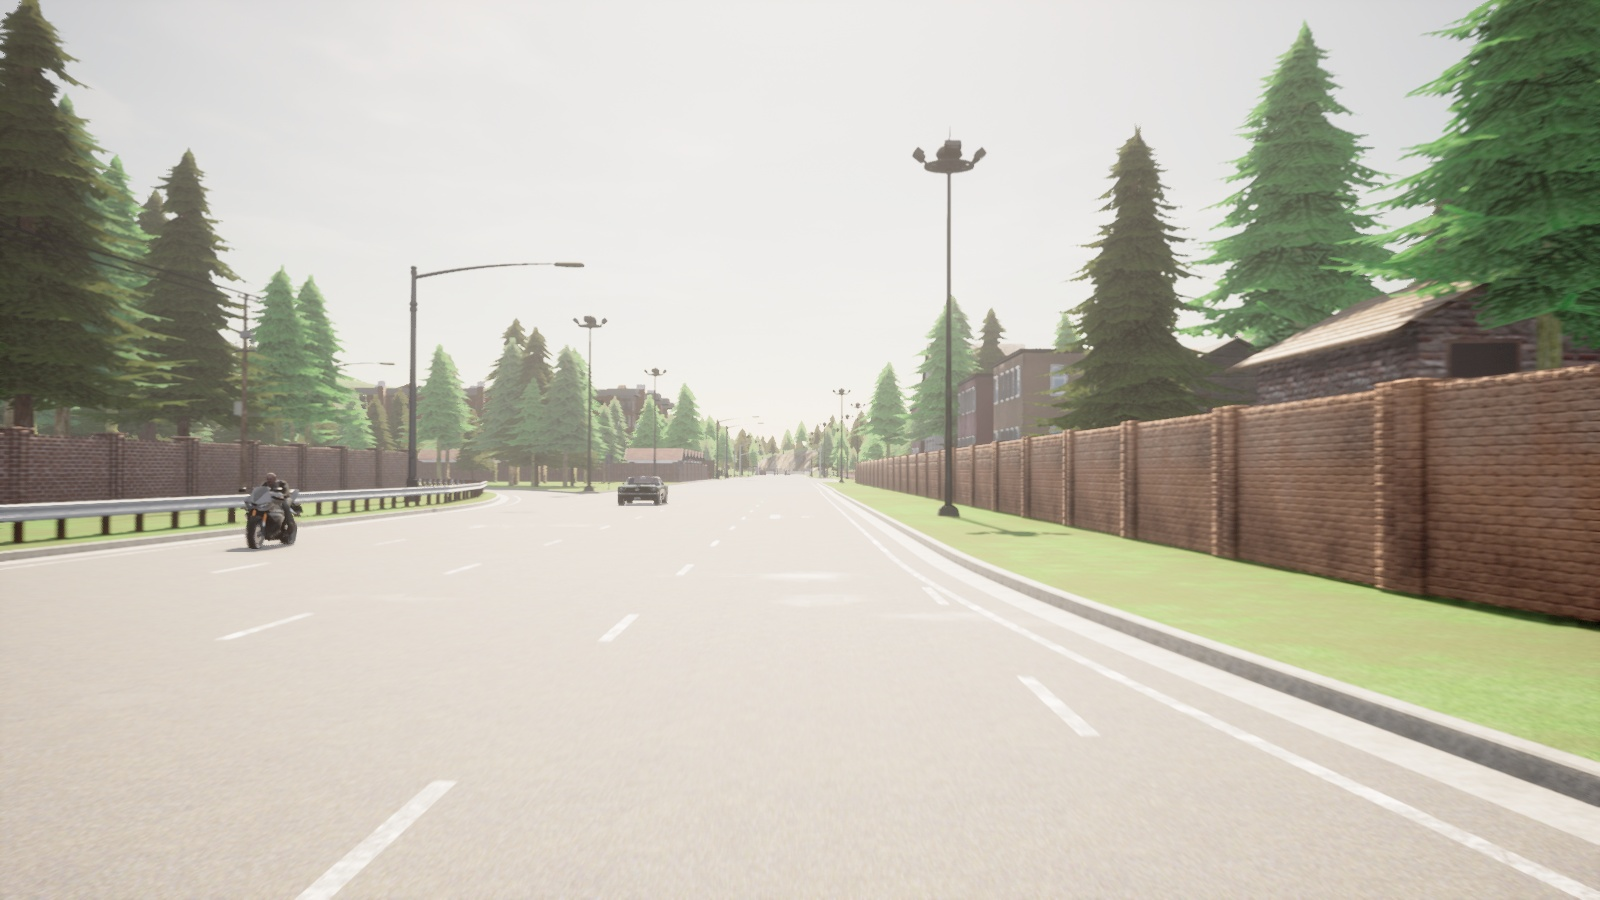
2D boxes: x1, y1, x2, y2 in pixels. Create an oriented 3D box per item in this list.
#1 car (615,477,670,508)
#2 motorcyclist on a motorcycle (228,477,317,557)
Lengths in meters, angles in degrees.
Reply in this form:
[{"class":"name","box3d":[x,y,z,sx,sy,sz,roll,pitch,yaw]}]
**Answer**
[{"class":"car","box3d":[-7.140,1.909,57.348,1.895,1.301,4.718,0,-1,0]},{"class":"motorcyclist on a motorcycle","box3d":[-10.562,1.317,25.246,0.866,1.530,2.191,0,-1,0]}]
